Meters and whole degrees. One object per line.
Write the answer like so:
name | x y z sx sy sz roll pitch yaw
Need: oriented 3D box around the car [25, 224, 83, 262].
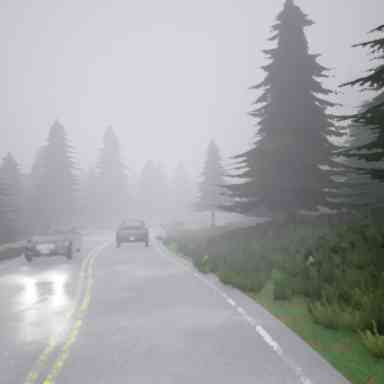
car | -6.305 2.253 15.585 2.128 1.511 4.902 -1 -3 -12

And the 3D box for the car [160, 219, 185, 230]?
car | -2.209 3.857 39.936 1.895 1.301 4.718 0 -4 15

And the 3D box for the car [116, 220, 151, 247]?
car | -3.589 2.497 20.645 2.128 1.511 4.902 -1 -4 -7
